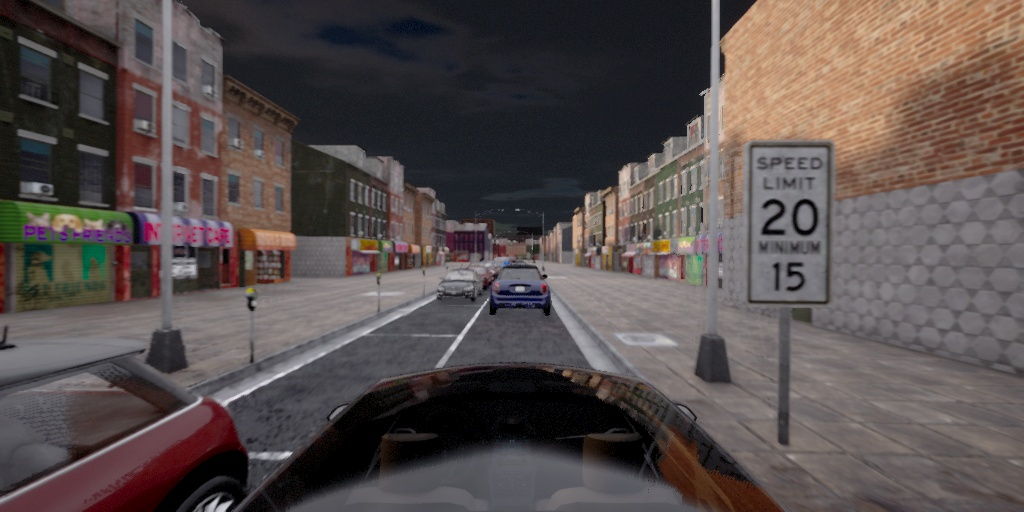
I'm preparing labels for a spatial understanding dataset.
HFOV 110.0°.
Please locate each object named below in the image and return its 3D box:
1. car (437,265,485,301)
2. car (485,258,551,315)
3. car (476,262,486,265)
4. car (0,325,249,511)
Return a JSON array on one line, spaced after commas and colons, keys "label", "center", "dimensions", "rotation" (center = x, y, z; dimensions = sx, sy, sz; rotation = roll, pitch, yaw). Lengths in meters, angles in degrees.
[{"label": "car", "center": [-2.347, 1.283, 16.881], "dimensions": [2.007, 1.370, 4.403], "rotation": [0, 0, 1]}, {"label": "car", "center": [0.319, 1.105, 13.866], "dimensions": [2.097, 1.767, 4.553], "rotation": [0, 0, 1]}, {"label": "car", "center": [-2.230, 1.279, 22.313], "dimensions": [1.888, 1.381, 4.507], "rotation": [0, 0, 1]}, {"label": "car", "center": [-2.699, 1.168, 0.583], "dimensions": [1.967, 1.591, 4.097], "rotation": [0, 0, 1]}]
